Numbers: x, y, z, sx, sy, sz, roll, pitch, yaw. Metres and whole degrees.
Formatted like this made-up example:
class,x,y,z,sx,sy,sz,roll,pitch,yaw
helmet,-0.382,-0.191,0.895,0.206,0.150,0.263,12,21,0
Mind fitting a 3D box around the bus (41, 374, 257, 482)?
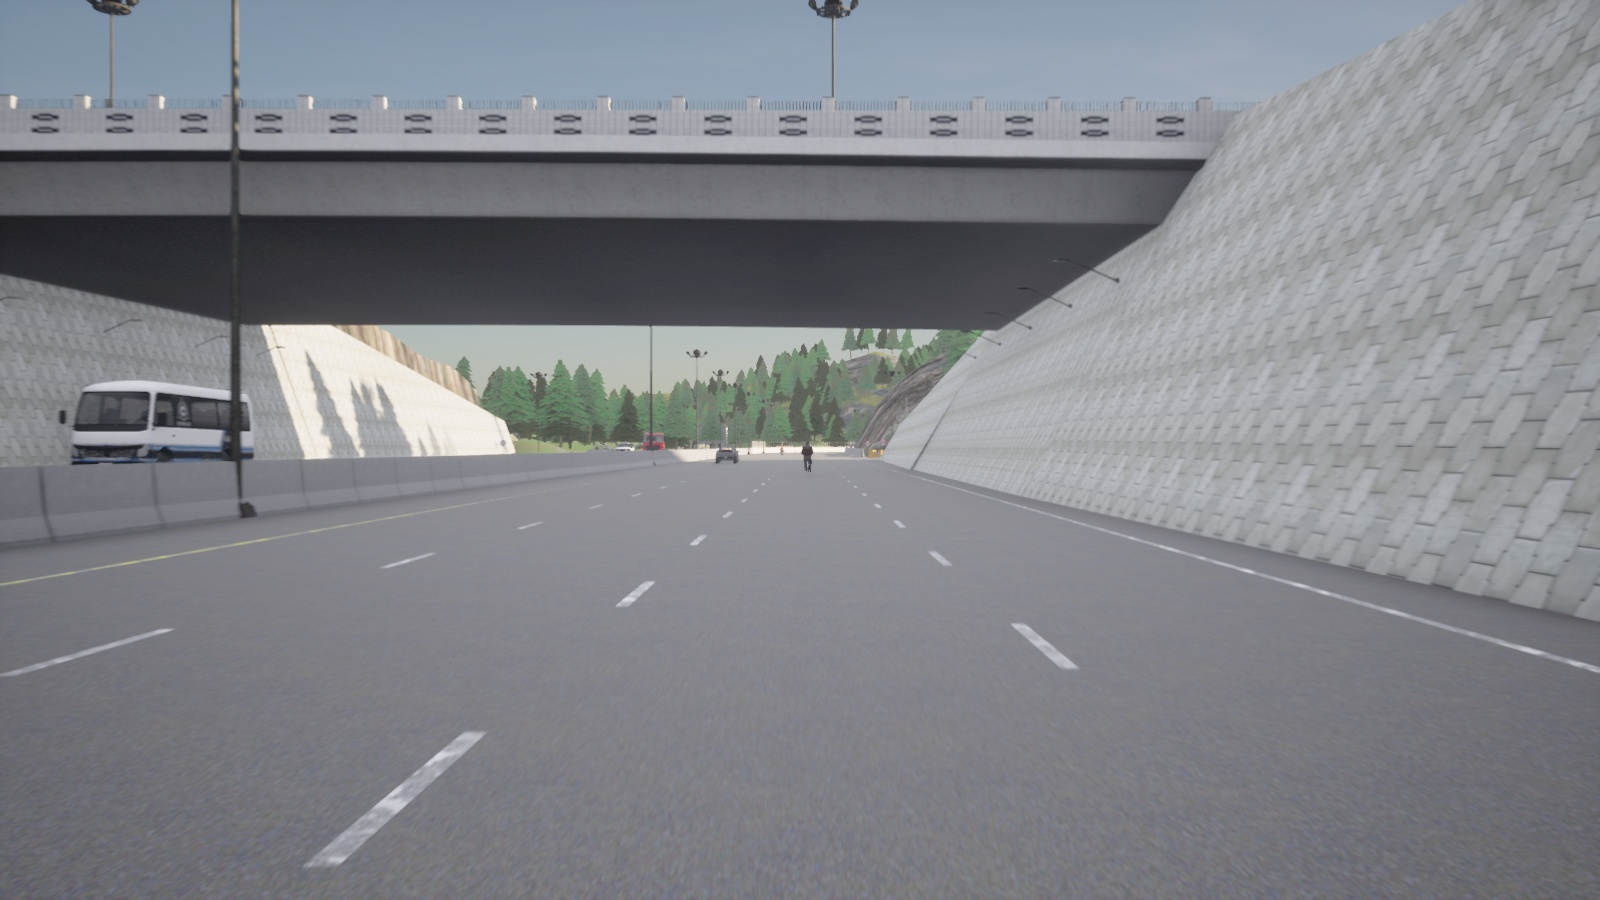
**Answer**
class,x,y,z,sx,sy,sz,roll,pitch,yaw
bus,-27.672,-0.811,54.243,3.944,4.253,10.273,0,-1,0
